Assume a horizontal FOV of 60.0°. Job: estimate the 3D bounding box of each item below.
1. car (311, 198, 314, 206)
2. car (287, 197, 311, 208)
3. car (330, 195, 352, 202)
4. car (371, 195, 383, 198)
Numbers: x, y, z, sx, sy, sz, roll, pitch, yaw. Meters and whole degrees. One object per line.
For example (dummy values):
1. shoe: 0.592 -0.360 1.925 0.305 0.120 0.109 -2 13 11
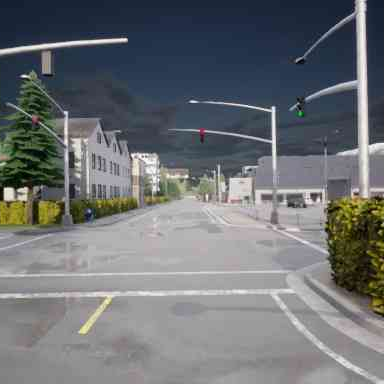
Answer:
1. car: 19.070 1.573 56.208 1.970 1.475 3.806 -1 -1 0
2. car: 15.425 1.629 49.149 2.007 1.523 4.514 -1 -1 0
3. car: 25.484 1.398 56.548 2.152 1.636 5.027 -1 -1 0
4. car: 19.117 1.183 31.282 1.905 1.878 3.866 -1 -1 0
